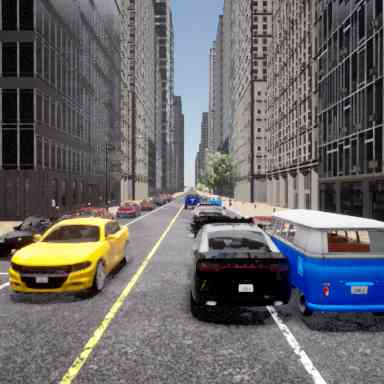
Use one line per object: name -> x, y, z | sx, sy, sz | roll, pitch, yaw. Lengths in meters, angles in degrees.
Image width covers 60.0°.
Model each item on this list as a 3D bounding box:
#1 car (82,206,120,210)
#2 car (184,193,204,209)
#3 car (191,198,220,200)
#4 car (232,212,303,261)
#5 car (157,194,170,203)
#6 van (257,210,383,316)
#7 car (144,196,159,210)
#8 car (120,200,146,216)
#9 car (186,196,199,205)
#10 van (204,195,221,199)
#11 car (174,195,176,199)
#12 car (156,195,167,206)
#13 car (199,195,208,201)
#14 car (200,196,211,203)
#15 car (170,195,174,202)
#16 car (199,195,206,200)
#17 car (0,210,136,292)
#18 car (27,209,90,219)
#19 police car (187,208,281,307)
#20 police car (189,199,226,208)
car -> -5.652, 1.542, 18.627 | 1.887, 1.381, 4.507 | 0, 0, 0
car -> 0.103, 1.206, 44.874 | 2.150, 2.045, 5.566 | 0, 0, 0
car -> 0.953, 1.452, 24.293 | 1.801, 1.575, 5.366 | 0, 0, 0
car -> 2.716, 1.580, 12.910 | 1.802, 1.307, 4.206 | 0, 0, 0
car -> -5.566, 1.287, 58.505 | 2.192, 1.841, 5.009 | 0, 0, 0
van -> 2.702, 1.340, 7.214 | 1.690, 1.788, 3.998 | 0, 0, 0
car -> -5.603, 1.569, 41.415 | 1.802, 1.307, 4.206 | 0, 0, 0
car -> -5.627, 1.576, 30.021 | 1.802, 1.307, 4.206 | 0, 0, 0
car -> 0.129, 1.463, 59.148 | 2.128, 1.511, 4.902 | 0, 0, 0
van -> 2.777, 1.329, 41.396 | 1.690, 1.788, 3.998 | 0, 0, 0
car -> -5.515, 1.526, 81.295 | 1.802, 1.307, 4.206 | 0, 0, 0
car -> -5.577, 1.544, 52.808 | 1.947, 1.339, 4.313 | 0, 0, 0
car -> 2.865, 1.495, 81.275 | 2.008, 1.369, 4.403 | 0, 0, 0
car -> 2.840, 1.510, 69.880 | 2.008, 1.369, 4.403 | 0, 0, 0
car -> -5.541, 1.274, 69.899 | 2.192, 1.841, 5.009 | 0, 0, 0
car -> 2.890, 1.476, 92.669 | 2.008, 1.369, 4.403 | 0, 0, 0
car -> -2.980, 1.476, 9.117 | 1.882, 1.535, 5.008 | 0, 0, 0
car -> -5.665, 1.564, 12.929 | 1.947, 1.339, 4.313 | 0, 0, 0
police car -> 0.919, 1.424, 8.213 | 1.930, 1.638, 5.238 | 0, 0, 0
police car -> 0.940, 1.423, 18.213 | 1.930, 1.638, 5.238 | 0, 0, 0
